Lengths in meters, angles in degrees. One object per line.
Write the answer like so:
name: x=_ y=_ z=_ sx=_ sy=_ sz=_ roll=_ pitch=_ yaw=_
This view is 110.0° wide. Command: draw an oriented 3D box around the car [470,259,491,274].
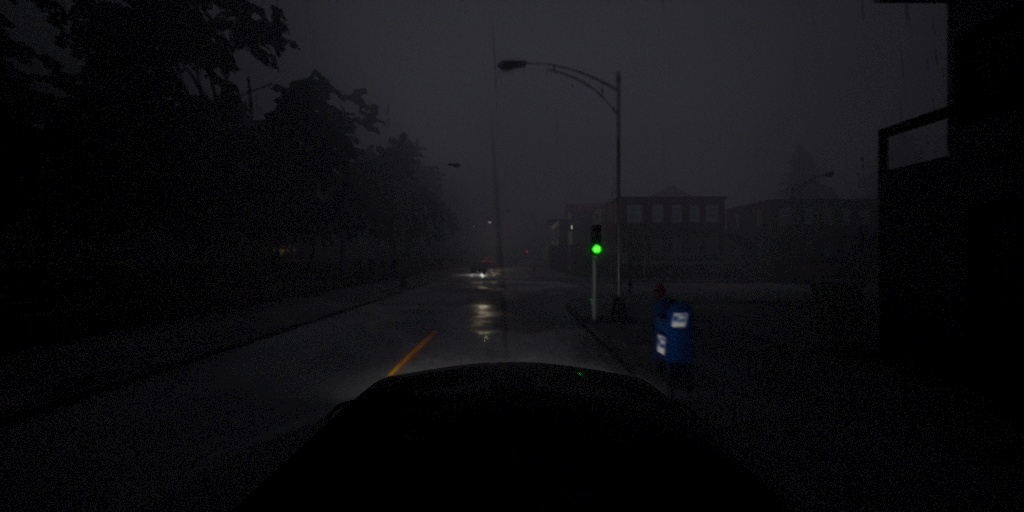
car: x=-4.065 y=1.401 z=44.630 sx=2.033 sy=1.411 sz=5.357 roll=0 pitch=0 yaw=0

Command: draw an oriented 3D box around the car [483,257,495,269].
car: x=-3.988 y=1.140 z=60.146 sx=2.150 sy=2.045 sz=5.566 roll=0 pitch=0 yaw=0
